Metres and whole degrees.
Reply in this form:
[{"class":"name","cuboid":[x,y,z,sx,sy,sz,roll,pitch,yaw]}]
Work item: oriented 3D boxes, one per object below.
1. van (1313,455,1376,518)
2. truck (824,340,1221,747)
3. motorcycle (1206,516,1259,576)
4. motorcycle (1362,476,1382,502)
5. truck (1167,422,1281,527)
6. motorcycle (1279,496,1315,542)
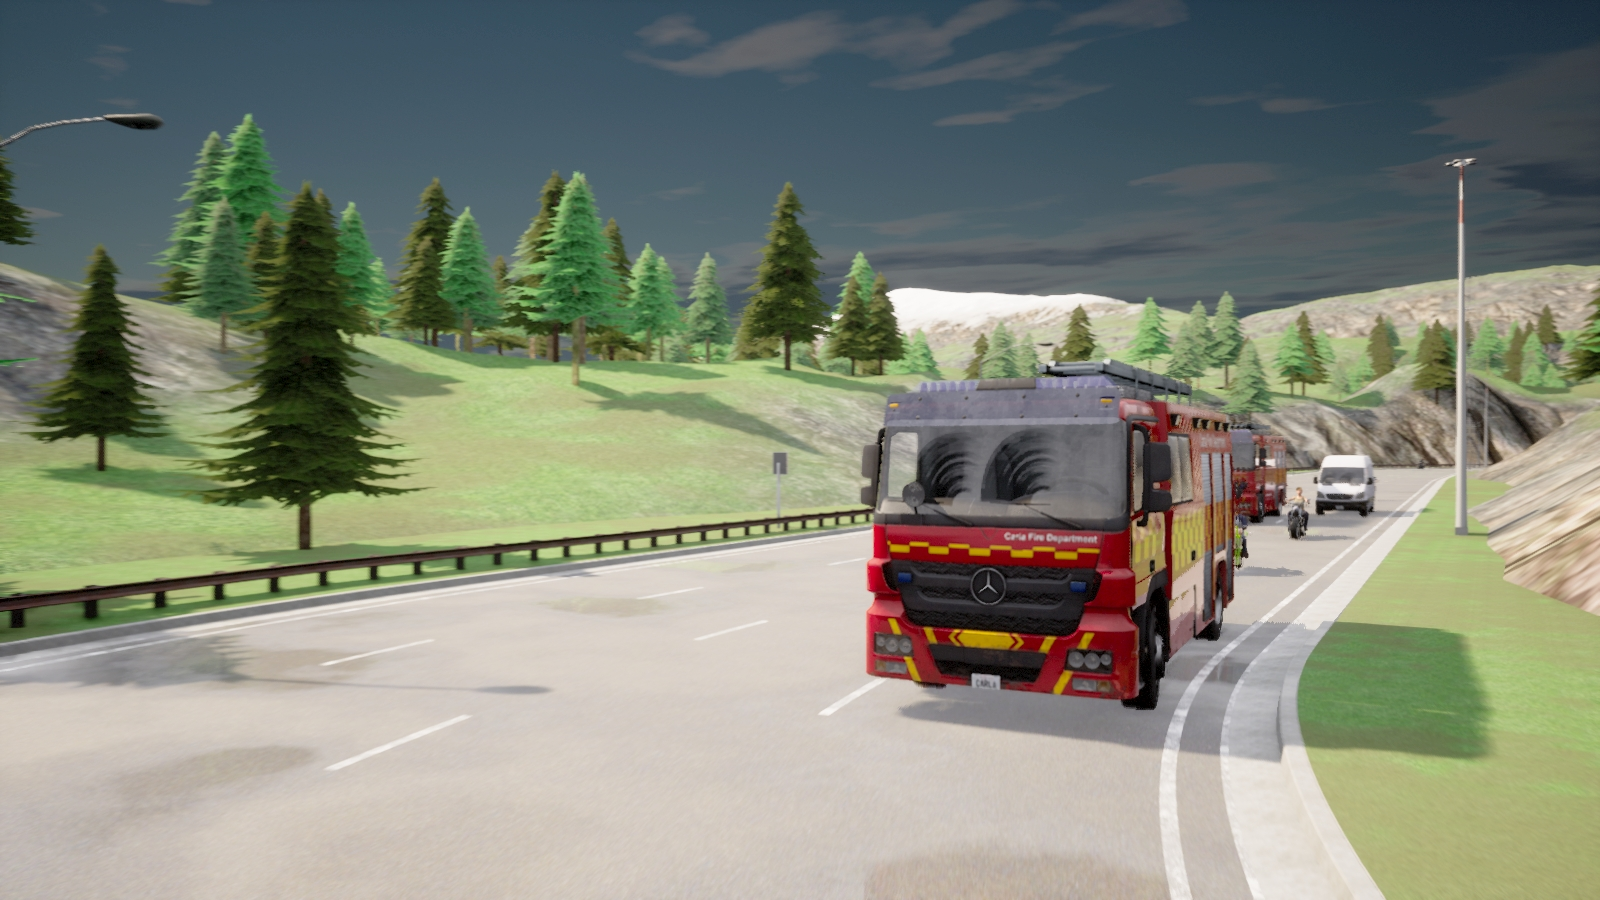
[{"class":"van","cuboid":[23.876,1.521,49.960,1.988,2.561,5.915,0,0,30]},{"class":"truck","cuboid":[3.488,0.883,15.156,2.891,3.827,8.468,0,0,27]},{"class":"motorcycle","cuboid":[9.920,2.176,26.189,0.803,1.199,2.033,0,0,30]},{"class":"motorcycle","cuboid":[31.353,2.125,62.661,0.856,1.316,1.805,0,0,30]},{"class":"truck","cuboid":[17.220,0.874,46.006,2.891,3.827,8.468,0,0,30]},{"class":"motorcycle","cuboid":[15.681,2.143,35.987,0.764,1.307,2.356,0,0,30]}]
